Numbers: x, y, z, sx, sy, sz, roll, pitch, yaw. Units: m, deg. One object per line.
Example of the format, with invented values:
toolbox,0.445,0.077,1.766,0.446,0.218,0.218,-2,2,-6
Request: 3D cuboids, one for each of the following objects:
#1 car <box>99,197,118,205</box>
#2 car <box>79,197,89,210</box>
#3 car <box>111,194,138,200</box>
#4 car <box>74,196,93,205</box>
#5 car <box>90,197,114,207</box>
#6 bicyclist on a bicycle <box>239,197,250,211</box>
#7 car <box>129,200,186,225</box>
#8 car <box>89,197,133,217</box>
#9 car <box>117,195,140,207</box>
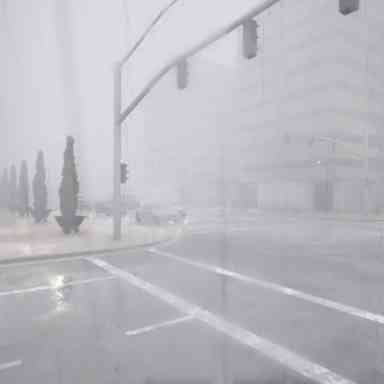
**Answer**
car,-15.579,1.682,61.919,1.895,1.301,4.718,0,0,-35
car,-13.764,1.643,40.676,1.895,1.301,4.718,0,0,-35
car,-7.643,1.277,38.013,2.150,2.045,5.566,0,0,-35
car,-20.596,1.559,62.832,2.128,1.511,4.902,0,0,-35
car,-14.865,1.616,54.815,2.033,1.411,5.357,0,0,-35
bicyclist on a bicycle,6.178,1.399,39.155,1.656,1.620,0.582,0,0,-35
car,-2.662,1.568,24.773,1.812,1.442,4.674,0,0,-35
car,-7.962,1.534,32.361,2.128,1.511,4.902,0,0,-35
car,-10.438,1.433,54.591,2.097,1.767,4.553,0,0,-35
